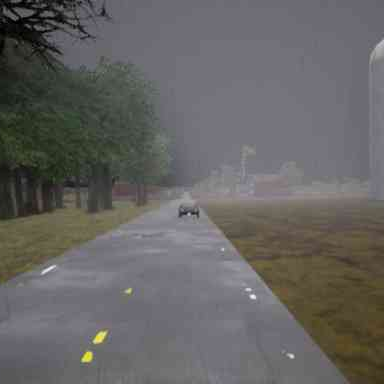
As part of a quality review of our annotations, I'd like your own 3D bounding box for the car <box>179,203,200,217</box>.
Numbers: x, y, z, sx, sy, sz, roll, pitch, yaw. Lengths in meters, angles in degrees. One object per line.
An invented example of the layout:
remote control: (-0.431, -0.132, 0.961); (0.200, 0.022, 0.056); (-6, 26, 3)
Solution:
car: (-0.289, 1.659, 31.540); (1.895, 1.301, 4.718); (0, 0, -1)
